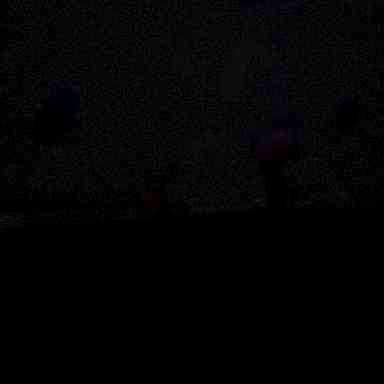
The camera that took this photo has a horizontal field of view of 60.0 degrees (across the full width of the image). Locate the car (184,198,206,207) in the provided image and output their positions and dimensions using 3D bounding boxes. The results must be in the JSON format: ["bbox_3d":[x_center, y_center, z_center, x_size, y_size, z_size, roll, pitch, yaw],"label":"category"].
[{"bbox_3d":[0.546,1.726,53.968,1.812,1.442,4.674,2,1,36],"label":"car"}]

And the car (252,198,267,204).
[{"bbox_3d":[15.040,1.964,74.019,1.812,1.442,4.674,2,0,36],"label":"car"}]
